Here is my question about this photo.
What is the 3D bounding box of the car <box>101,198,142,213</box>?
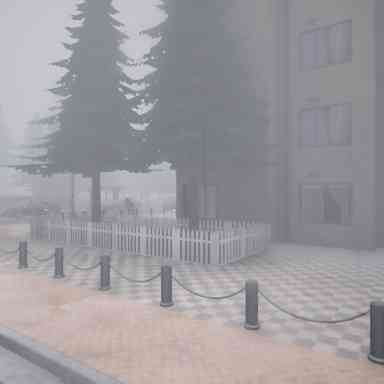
[{"bbox_3d":[-7.788,1.462,36.924,1.882,1.535,5.008,0,0,37],"label":"car"}]

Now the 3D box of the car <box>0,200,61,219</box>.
[{"bbox_3d":[-13.914,1.476,28.872,2.128,1.511,4.902,0,0,37],"label":"car"}]

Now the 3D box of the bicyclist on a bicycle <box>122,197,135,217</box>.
[{"bbox_3d":[-5.309,1.285,27.828,1.656,1.620,0.582,0,0,37],"label":"bicyclist on a bicycle"}]

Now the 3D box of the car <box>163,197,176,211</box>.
[{"bbox_3d":[-1.354,1.337,39.282,2.097,1.767,4.553,0,0,37],"label":"car"}]

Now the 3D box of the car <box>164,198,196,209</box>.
[{"bbox_3d":[-1.574,1.510,45.053,1.812,1.442,4.674,0,0,37],"label":"car"}]
